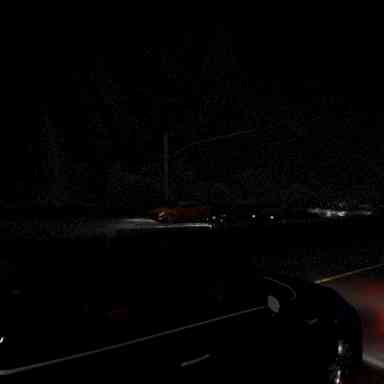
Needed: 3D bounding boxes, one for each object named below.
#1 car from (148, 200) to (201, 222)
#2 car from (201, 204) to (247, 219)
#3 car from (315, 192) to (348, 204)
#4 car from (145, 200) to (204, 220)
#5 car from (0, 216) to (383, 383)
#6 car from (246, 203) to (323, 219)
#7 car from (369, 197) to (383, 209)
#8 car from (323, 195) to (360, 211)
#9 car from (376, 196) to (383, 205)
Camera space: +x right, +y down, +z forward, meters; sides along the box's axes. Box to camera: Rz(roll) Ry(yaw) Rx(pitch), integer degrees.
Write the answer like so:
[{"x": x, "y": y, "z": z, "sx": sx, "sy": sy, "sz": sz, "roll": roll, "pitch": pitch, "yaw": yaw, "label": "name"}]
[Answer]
[{"x": -0.733, "y": 1.459, "z": 25.053, "sx": 5.008, "sy": 1.535, "sz": 1.882, "roll": 0, "pitch": 0, "yaw": -36, "label": "car"}, {"x": 3.093, "y": 1.541, "z": 23.510, "sx": 4.181, "sy": 1.385, "sz": 1.994, "roll": 0, "pitch": 0, "yaw": -36, "label": "car"}, {"x": 18.446, "y": 1.063, "z": 43.363, "sx": 5.566, "sy": 2.045, "sz": 2.150, "roll": 0, "pitch": 0, "yaw": -36, "label": "car"}, {"x": -1.461, "y": 1.490, "z": 28.851, "sx": 4.892, "sy": 1.490, "sz": 1.837, "roll": 0, "pitch": 0, "yaw": -36, "label": "car"}, {"x": -0.107, "y": 1.351, "z": 3.668, "sx": 4.553, "sy": 1.767, "sz": 2.097, "roll": 0, "pitch": 0, "yaw": -36, "label": "car"}, {"x": 5.993, "y": 1.574, "z": 21.292, "sx": 4.718, "sy": 1.301, "sz": 1.895, "roll": 0, "pitch": 0, "yaw": -36, "label": "car"}, {"x": 21.581, "y": 1.355, "z": 36.986, "sx": 4.892, "sy": 1.490, "sz": 1.837, "roll": 0, "pitch": 0, "yaw": -36, "label": "car"}, {"x": 17.522, "y": 1.390, "z": 38.341, "sx": 4.674, "sy": 1.442, "sz": 1.812, "roll": 0, "pitch": 0, "yaw": -36, "label": "car"}, {"x": 31.391, "y": 1.346, "z": 52.764, "sx": 4.718, "sy": 1.301, "sz": 1.895, "roll": 0, "pitch": 0, "yaw": -36, "label": "car"}]
